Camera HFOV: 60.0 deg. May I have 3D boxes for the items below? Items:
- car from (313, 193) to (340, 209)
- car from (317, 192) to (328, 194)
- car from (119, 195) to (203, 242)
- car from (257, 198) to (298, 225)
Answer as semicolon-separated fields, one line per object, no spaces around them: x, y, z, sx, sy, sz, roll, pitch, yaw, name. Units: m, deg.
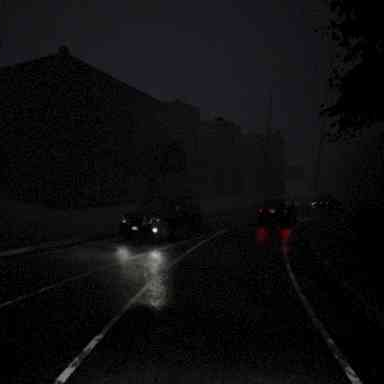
15.804;1.204;38.885;2.033;1.411;5.357;-1;1;35;car
20.567;0.767;52.524;2.097;1.767;4.553;-1;1;32;car
-1.305;1.202;16.857;2.150;2.045;5.566;0;0;25;car
6.086;1.258;23.368;2.097;1.767;4.553;0;0;25;car
